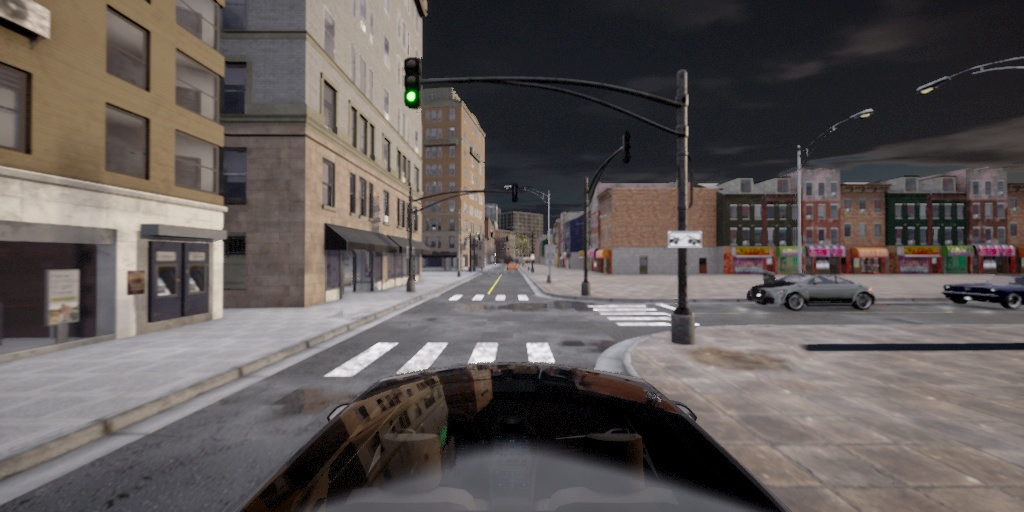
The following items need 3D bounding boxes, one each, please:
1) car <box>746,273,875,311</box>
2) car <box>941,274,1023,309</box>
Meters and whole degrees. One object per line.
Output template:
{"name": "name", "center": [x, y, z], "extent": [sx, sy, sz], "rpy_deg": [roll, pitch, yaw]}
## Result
{"name": "car", "center": [12.036, 1.406, 14.620], "extent": [4.181, 1.385, 1.994], "rpy_deg": [0, 0, 0]}
{"name": "car", "center": [20.823, 1.410, 14.671], "extent": [4.718, 1.301, 1.895], "rpy_deg": [0, 0, 0]}
